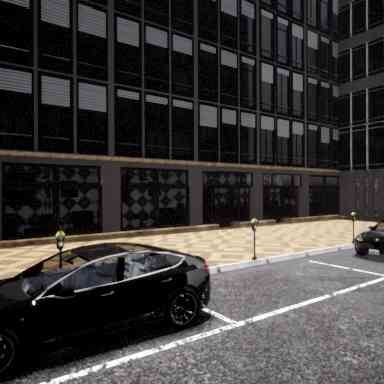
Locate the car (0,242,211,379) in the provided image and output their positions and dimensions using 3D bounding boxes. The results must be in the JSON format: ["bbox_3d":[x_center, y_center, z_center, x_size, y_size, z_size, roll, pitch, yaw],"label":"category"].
[{"bbox_3d":[-1.647,1.566,5.384,4.313,1.339,1.947,0,0,-35],"label":"car"}]

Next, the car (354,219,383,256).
[{"bbox_3d":[7.643,1.564,11.980,4.313,1.339,1.947,0,0,-35],"label":"car"}]
